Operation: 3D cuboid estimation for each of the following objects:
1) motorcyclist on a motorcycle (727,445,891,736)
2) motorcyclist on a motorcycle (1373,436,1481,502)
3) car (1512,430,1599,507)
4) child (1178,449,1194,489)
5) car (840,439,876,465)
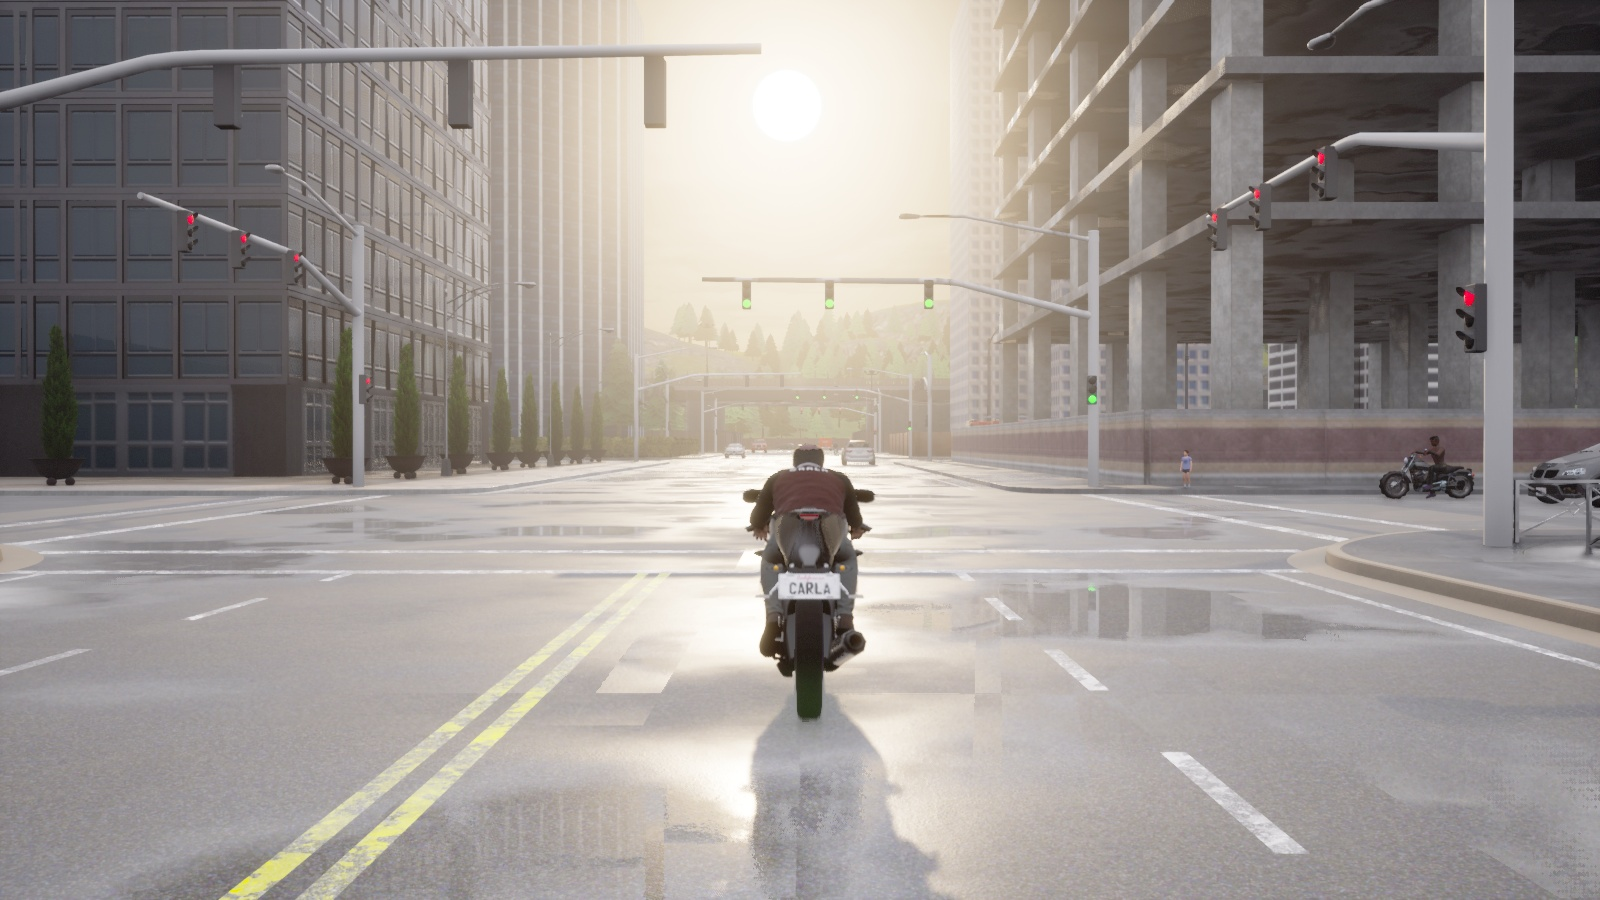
[{"bbox_3d":[0.053,0.738,7.702,0.866,1.530,2.191,0,0,0],"label":"motorcyclist on a motorcycle"},{"bbox_3d":[15.918,0.474,31.900,2.350,1.649,0.766,0,0,0],"label":"motorcyclist on a motorcycle"},{"bbox_3d":[19.038,0.390,28.397,4.611,1.667,2.242,0,0,0],"label":"car"},{"bbox_3d":[10.749,0.534,34.940,0.394,1.110,0.255,0,0,-43],"label":"child"},{"bbox_3d":[3.934,0.113,85.284,2.242,1.667,4.611,0,0,0],"label":"car"}]
